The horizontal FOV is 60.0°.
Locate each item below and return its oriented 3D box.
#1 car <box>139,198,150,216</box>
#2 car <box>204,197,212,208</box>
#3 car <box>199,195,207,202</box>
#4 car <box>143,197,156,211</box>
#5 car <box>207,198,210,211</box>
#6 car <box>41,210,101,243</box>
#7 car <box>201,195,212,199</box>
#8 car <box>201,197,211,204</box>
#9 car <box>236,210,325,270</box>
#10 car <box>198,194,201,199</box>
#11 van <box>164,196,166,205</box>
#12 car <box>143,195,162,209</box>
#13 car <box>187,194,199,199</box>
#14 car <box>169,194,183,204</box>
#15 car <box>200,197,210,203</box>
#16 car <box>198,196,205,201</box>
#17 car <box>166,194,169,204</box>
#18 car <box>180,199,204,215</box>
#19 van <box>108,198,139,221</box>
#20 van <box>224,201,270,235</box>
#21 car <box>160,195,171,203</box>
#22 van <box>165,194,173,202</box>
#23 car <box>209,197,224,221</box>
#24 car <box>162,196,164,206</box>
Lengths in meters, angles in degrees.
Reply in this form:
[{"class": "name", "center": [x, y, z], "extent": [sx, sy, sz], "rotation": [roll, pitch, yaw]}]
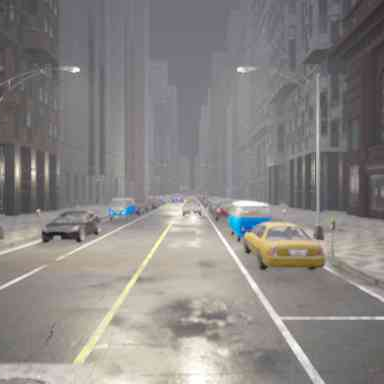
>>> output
[{"class": "car", "center": [-5.769, 1.624, 33.318], "extent": [1.947, 1.339, 4.313], "rotation": [0, 0, 0]}, {"class": "car", "center": [2.755, 1.620, 38.967], "extent": [2.008, 1.369, 4.403], "rotation": [0, 0, 0]}, {"class": "car", "center": [2.748, 1.593, 84.057], "extent": [1.967, 1.590, 4.097], "rotation": [0, 0, 0]}, {"class": "car", "center": [-5.770, 1.635, 38.955], "extent": [1.947, 1.339, 4.313], "rotation": [0, 0, 0]}, {"class": "car", "center": [2.756, 1.584, 33.501], "extent": [1.752, 1.417, 4.829], "rotation": [0, 0, 0]}, {"class": "car", "center": [-5.767, 1.594, 16.408], "extent": [1.947, 1.339, 4.313], "rotation": [0, 0, 0]}, {"class": "car", "center": [2.753, 1.530, 50.240], "extent": [1.967, 1.590, 4.097], "rotation": [0, 0, 0]}, {"class": "car", "center": [2.751, 1.665, 67.149], "extent": [1.887, 1.381, 4.507], "rotation": [0, 0, 0]}, {"class": "car", "center": [2.759, 1.544, 10.956], "extent": [1.752, 1.417, 4.829], "rotation": [0, 0, 0]}, {"class": "car", "center": [2.751, 1.425, 61.513], "extent": [2.192, 1.841, 5.009], "rotation": [0, 0, 0]}, {"class": "van", "center": [-5.773, 1.441, 55.866], "extent": [1.690, 1.788, 3.998], "rotation": [0, 0, 0]}, {"class": "car", "center": [-5.772, 1.394, 44.592], "extent": [2.192, 1.841, 5.009], "rotation": [0, 0, 0]}, {"class": "car", "center": [-0.003, 1.601, 64.517], "extent": [1.882, 1.535, 5.008], "rotation": [0, -1, 0]}, {"class": "car", "center": [-3.010, 1.337, 67.980], "extent": [2.150, 2.045, 5.566], "rotation": [0, 0, 0]}, {"class": "car", "center": [2.750, 1.697, 72.785], "extent": [1.947, 1.339, 4.313], "rotation": [0, 0, 0]}, {"class": "car", "center": [2.747, 1.742, 95.330], "extent": [1.947, 1.339, 4.313], "rotation": [0, 0, 0]}, {"class": "car", "center": [-5.774, 1.550, 61.503], "extent": [1.967, 1.590, 4.097], "rotation": [0, 0, 0]}, {"class": "car", "center": [0.029, 1.666, 33.983], "extent": [1.895, 1.301, 4.718], "rotation": [0, 0, 1]}, {"class": "van", "center": [-5.769, 1.389, 27.682], "extent": [1.690, 1.788, 3.998], "rotation": [0, 0, 0]}, {"class": "van", "center": [2.757, 1.369, 16.422], "extent": [1.690, 1.788, 3.998], "rotation": [0, 0, 0]}, {"class": "car", "center": [-5.775, 1.571, 72.776], "extent": [1.967, 1.590, 4.097], "rotation": [0, 0, 0]}, {"class": "van", "center": [-5.777, 1.494, 84.049], "extent": [1.690, 1.788, 3.998], "rotation": [0, 0, 0]}, {"class": "car", "center": [2.756, 1.488, 27.695], "extent": [1.967, 1.590, 4.097], "rotation": [0, 0, 0]}, {"class": "car", "center": [-5.772, 1.634, 50.229], "extent": [1.887, 1.381, 4.507], "rotation": [0, 0, 0]}]
